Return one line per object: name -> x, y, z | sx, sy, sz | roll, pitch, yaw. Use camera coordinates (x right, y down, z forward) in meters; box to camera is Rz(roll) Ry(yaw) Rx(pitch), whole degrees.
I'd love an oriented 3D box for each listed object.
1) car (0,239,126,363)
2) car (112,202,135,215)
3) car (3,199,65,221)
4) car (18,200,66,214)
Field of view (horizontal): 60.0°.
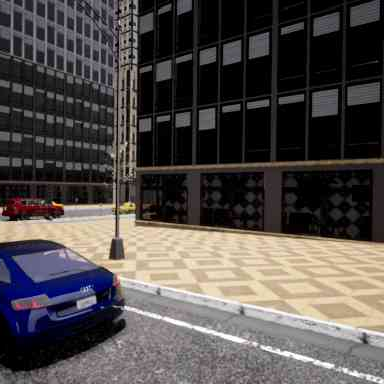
car -> -3.181, 1.561, 5.935 | 4.181, 1.385, 1.994 | 0, 0, 34
car -> -7.013, 1.829, 38.382 | 1.752, 1.417, 4.829 | 1, 0, 36
car -> -13.778, 1.518, 29.147 | 2.192, 1.841, 5.009 | 1, 0, 36
car -> -17.308, 1.642, 38.510 | 1.752, 1.417, 4.829 | 1, 0, 36
